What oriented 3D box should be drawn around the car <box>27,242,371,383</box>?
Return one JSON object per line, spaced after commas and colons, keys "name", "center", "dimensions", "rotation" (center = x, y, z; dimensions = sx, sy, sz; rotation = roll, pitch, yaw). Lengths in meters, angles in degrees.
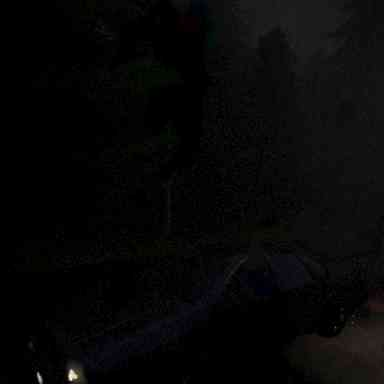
{"name": "car", "center": [0.580, 1.525, 5.016], "dimensions": [5.357, 1.411, 2.033], "rotation": [0, 0, -35]}
